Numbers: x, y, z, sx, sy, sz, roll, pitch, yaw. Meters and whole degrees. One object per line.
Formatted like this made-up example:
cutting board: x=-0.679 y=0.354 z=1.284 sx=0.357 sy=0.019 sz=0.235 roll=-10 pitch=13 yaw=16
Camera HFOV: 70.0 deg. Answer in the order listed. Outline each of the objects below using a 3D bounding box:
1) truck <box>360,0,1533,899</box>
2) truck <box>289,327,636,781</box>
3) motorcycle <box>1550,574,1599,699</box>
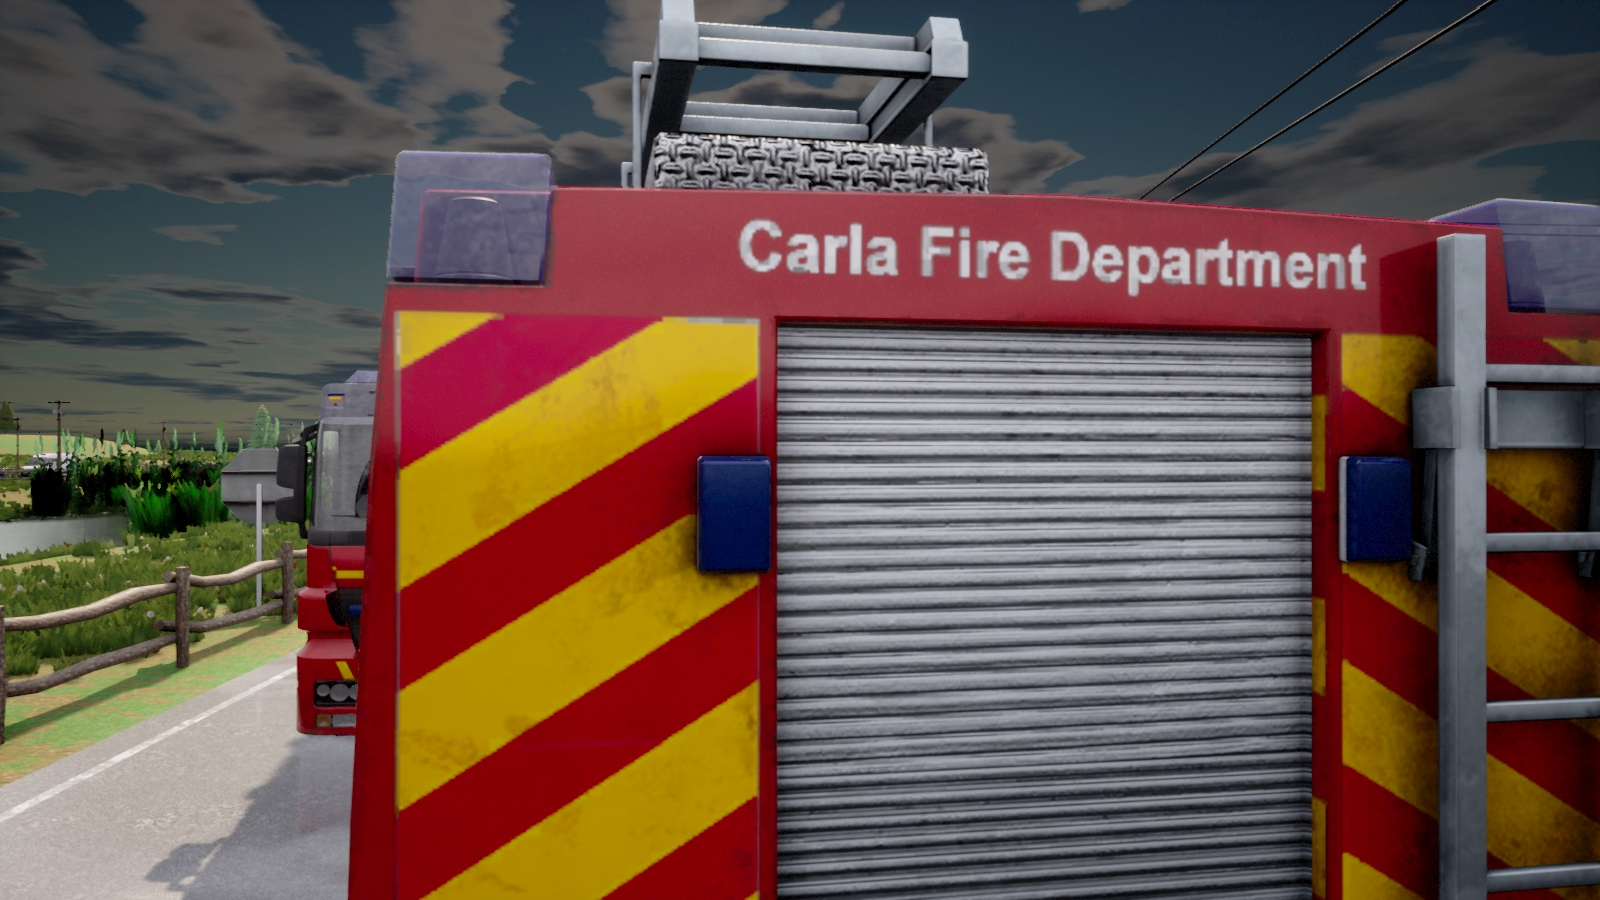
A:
truck: x=-0.286 y=0.864 z=6.869 sx=2.891 sy=3.827 sz=8.468 roll=0 pitch=0 yaw=-10
truck: x=-3.838 y=0.862 z=14.090 sx=2.891 sy=3.827 sz=8.468 roll=0 pitch=0 yaw=-13
motorcycle: x=9.862 y=2.142 z=13.258 sx=1.805 sy=1.316 sz=0.856 roll=0 pitch=0 yaw=-7
